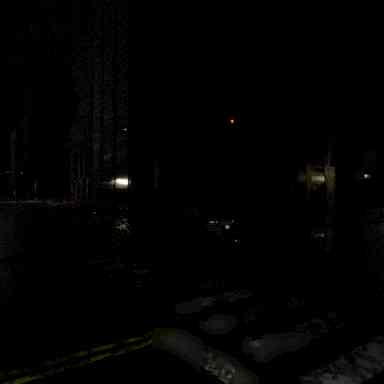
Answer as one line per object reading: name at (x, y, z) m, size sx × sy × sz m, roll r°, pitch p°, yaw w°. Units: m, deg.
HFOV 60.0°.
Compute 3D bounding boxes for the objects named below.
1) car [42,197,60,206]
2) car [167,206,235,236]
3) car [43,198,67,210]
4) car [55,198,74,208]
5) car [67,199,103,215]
car at (-26.555, 1.802, 62.378) m, size 2.128 × 1.511 × 4.902 m, roll 1°, pitch -1°, yaw -36°
car at (0.381, 1.540, 18.896) m, size 2.128 × 1.511 × 4.902 m, roll 0°, pitch -1°, yaw -36°
car at (-18.906, 1.729, 46.113) m, size 1.812 × 1.442 × 4.674 m, roll 1°, pitch -1°, yaw -35°
car at (-20.759, 1.789, 54.206) m, size 1.812 × 1.442 × 4.674 m, roll 1°, pitch -1°, yaw -35°
car at (-11.212, 1.689, 35.216) m, size 2.033 × 1.411 × 5.357 m, roll 1°, pitch -1°, yaw -35°
